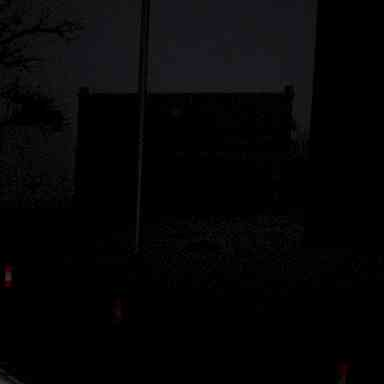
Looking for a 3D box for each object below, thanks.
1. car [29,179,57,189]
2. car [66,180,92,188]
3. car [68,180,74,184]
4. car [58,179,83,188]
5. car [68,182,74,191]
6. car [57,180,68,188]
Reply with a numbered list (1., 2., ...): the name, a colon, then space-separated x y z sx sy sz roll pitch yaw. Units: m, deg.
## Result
1. car: -28.634 -1.630 62.825 4.553 1.767 2.185 3 3 20
2. car: -24.866 -1.793 73.200 4.892 1.521 2.231 3 3 20
3. car: -26.764 -1.606 68.020 4.674 1.452 2.002 3 3 20
4. car: -25.779 -1.842 70.590 4.553 1.767 2.185 3 3 20
5. car: -17.985 -0.612 55.860 1.895 1.301 4.718 3 3 20
6. car: -27.721 -1.575 65.435 5.008 1.535 2.097 3 3 20
